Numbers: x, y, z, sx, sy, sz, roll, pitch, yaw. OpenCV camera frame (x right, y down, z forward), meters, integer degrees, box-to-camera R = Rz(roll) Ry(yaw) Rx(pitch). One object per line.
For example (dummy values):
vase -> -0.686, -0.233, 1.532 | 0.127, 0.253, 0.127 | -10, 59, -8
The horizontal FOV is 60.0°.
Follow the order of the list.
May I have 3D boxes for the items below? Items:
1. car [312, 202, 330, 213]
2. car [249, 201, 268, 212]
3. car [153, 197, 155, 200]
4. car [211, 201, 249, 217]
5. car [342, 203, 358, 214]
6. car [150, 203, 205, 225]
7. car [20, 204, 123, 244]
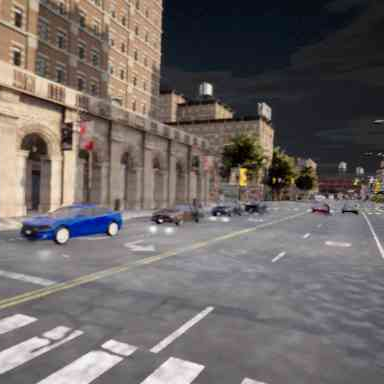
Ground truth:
car -> 17.347, 2.089, 44.690 | 1.994, 1.385, 4.181 | 2, 0, 26
car -> 8.072, 1.842, 41.937 | 1.895, 1.301, 4.718 | 2, 0, 26
car -> -10.403, 1.262, 72.359 | 4.718, 1.301, 1.895 | 2, 0, 26
car -> 3.654, 1.654, 32.980 | 2.033, 1.411, 5.357 | 2, 0, 26
car -> 21.095, 2.205, 44.399 | 1.994, 1.385, 4.181 | 2, 0, 26
car -> -0.817, 1.518, 23.960 | 2.033, 1.411, 5.357 | 2, 0, 27
car -> -5.219, 1.314, 15.081 | 1.882, 1.535, 5.008 | 2, 0, 26
